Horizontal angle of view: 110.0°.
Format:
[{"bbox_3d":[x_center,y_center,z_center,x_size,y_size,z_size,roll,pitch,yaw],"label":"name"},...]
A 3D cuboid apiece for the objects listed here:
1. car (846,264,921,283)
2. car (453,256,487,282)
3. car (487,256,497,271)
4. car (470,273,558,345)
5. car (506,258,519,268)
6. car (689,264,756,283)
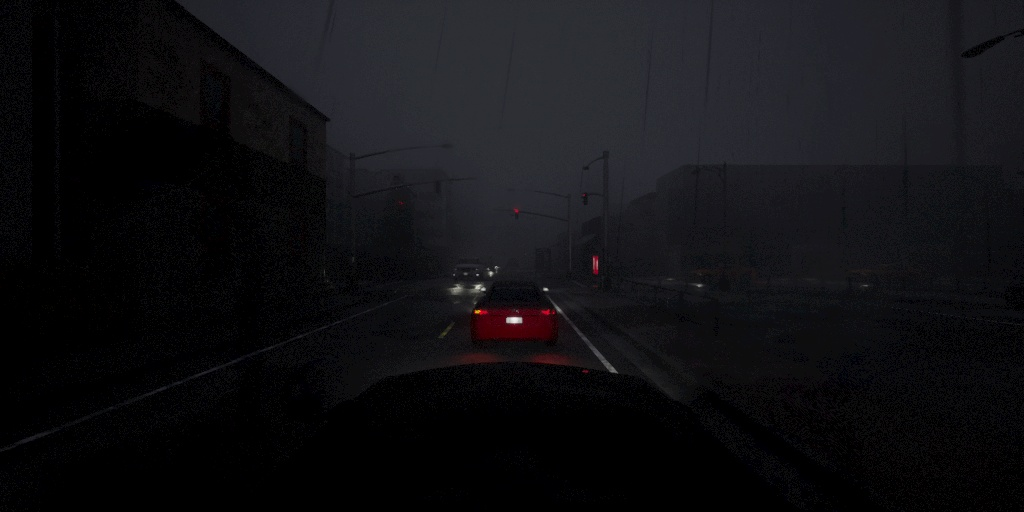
[{"bbox_3d":[30.576,1.404,29.607,5.008,1.535,1.882,0,0,0],"label":"car"},{"bbox_3d":[-3.596,1.119,30.543,2.150,2.045,5.566,0,-2,0],"label":"car"},{"bbox_3d":[-3.589,0.971,49.436,2.150,2.045,5.566,0,0,0],"label":"car"},{"bbox_3d":[0.064,1.314,9.508,1.994,1.385,4.181,0,0,0],"label":"car"},{"bbox_3d":[0.115,1.102,60.342,2.097,1.767,4.553,0,0,0],"label":"car"},{"bbox_3d":[17.302,1.404,29.582,5.008,1.535,1.882,0,0,0],"label":"car"}]
